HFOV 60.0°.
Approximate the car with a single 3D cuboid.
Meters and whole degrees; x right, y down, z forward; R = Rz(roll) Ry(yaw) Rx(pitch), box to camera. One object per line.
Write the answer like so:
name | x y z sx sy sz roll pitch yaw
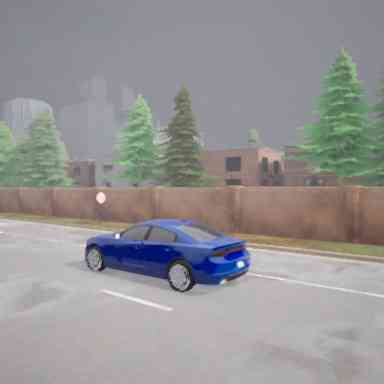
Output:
car | -0.873 1.486 9.048 5.008 1.535 1.882 0 0 37
